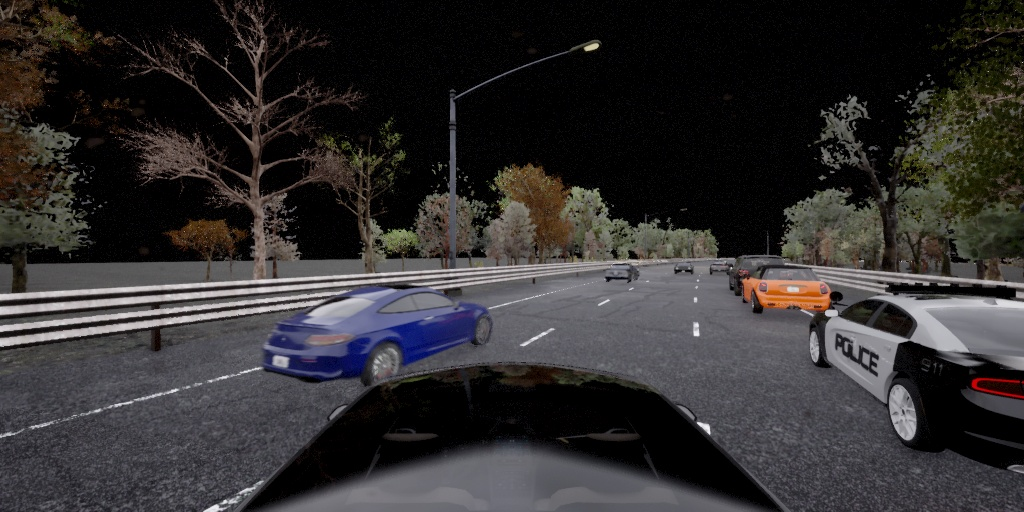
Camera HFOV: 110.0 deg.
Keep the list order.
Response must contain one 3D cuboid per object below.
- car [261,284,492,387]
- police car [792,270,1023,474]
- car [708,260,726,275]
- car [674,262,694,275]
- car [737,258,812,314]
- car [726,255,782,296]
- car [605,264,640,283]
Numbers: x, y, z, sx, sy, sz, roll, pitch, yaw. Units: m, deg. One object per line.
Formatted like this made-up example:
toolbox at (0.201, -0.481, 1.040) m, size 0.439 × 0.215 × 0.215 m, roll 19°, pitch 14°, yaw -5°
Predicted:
car at (-2.129, 1.276, 6.941) m, size 1.812 × 1.442 × 4.674 m, roll 0°, pitch 0°, yaw 26°
police car at (5.640, 1.175, 4.751) m, size 1.930 × 1.638 × 5.238 m, roll 0°, pitch 0°, yaw 26°
car at (22.696, 1.262, 39.215) m, size 2.128 × 1.511 × 4.902 m, roll 0°, pitch 0°, yaw 30°
car at (19.513, 1.370, 40.527) m, size 1.895 × 1.301 × 4.718 m, roll 0°, pitch 0°, yaw 29°
car at (10.025, 1.102, 13.443) m, size 2.097 × 1.767 × 4.553 m, roll 0°, pitch 0°, yaw 27°
car at (12.774, 0.978, 18.758) m, size 2.150 × 2.045 × 5.566 m, roll 0°, pitch 0°, yaw 28°
car at (8.664, 1.304, 27.969) m, size 2.033 × 1.411 × 5.357 m, roll 0°, pitch 0°, yaw 28°
